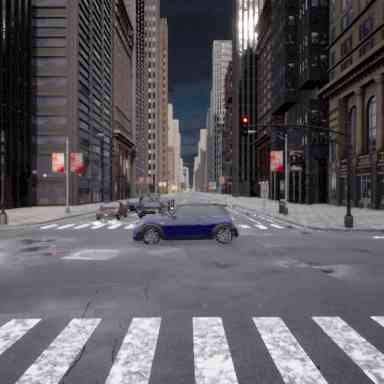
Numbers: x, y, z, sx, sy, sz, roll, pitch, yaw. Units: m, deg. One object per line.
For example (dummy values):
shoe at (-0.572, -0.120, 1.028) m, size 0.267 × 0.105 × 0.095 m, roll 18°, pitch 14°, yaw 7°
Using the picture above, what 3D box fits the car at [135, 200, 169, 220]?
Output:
car at (-3.383, 1.531, 29.483) m, size 2.033 × 1.411 × 5.357 m, roll 0°, pitch 0°, yaw 4°

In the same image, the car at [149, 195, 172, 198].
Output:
car at (-3.426, 1.466, 39.222) m, size 2.128 × 1.511 × 4.902 m, roll 0°, pitch 0°, yaw 0°

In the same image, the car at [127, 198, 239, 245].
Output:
car at (-0.282, 1.306, 14.699) m, size 4.553 × 1.767 × 2.097 m, roll -1°, pitch 0°, yaw 0°

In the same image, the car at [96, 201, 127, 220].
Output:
car at (-6.655, 1.510, 28.047) m, size 1.812 × 1.442 × 4.674 m, roll 0°, pitch 0°, yaw 0°

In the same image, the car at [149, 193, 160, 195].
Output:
car at (-6.680, 1.170, 57.844) m, size 2.150 × 2.045 × 5.566 m, roll 0°, pitch 0°, yaw 1°

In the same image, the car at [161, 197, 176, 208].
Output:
car at (-3.455, 1.510, 49.774) m, size 2.033 × 1.411 × 5.357 m, roll 0°, pitch 0°, yaw 0°

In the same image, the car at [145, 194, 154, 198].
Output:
car at (-6.696, 1.470, 47.395) m, size 1.837 × 1.490 × 4.892 m, roll 0°, pitch 0°, yaw 0°
